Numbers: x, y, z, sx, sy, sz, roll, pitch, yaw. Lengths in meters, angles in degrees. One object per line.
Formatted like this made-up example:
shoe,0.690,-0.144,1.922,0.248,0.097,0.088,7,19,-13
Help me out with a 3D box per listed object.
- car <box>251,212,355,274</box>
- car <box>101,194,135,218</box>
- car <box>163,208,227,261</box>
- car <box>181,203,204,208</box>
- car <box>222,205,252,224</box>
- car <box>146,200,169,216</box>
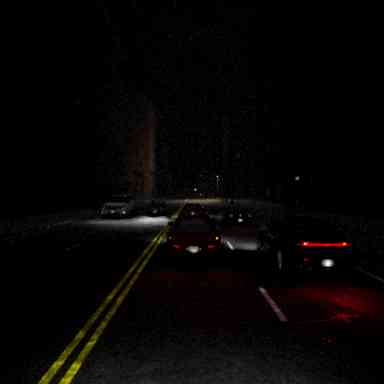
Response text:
car,3.313,1.513,10.502,1.837,1.490,4.892,0,-1,0
car,-6.608,1.252,30.413,2.150,2.045,5.566,0,0,0
car,0.073,1.538,12.248,1.812,1.442,4.674,0,0,0
car,0.068,1.595,27.065,1.994,1.385,4.181,0,0,0
car,3.305,1.629,24.777,1.895,1.301,4.718,0,0,0
car,-3.358,1.532,32.736,2.128,1.511,4.902,0,0,0
